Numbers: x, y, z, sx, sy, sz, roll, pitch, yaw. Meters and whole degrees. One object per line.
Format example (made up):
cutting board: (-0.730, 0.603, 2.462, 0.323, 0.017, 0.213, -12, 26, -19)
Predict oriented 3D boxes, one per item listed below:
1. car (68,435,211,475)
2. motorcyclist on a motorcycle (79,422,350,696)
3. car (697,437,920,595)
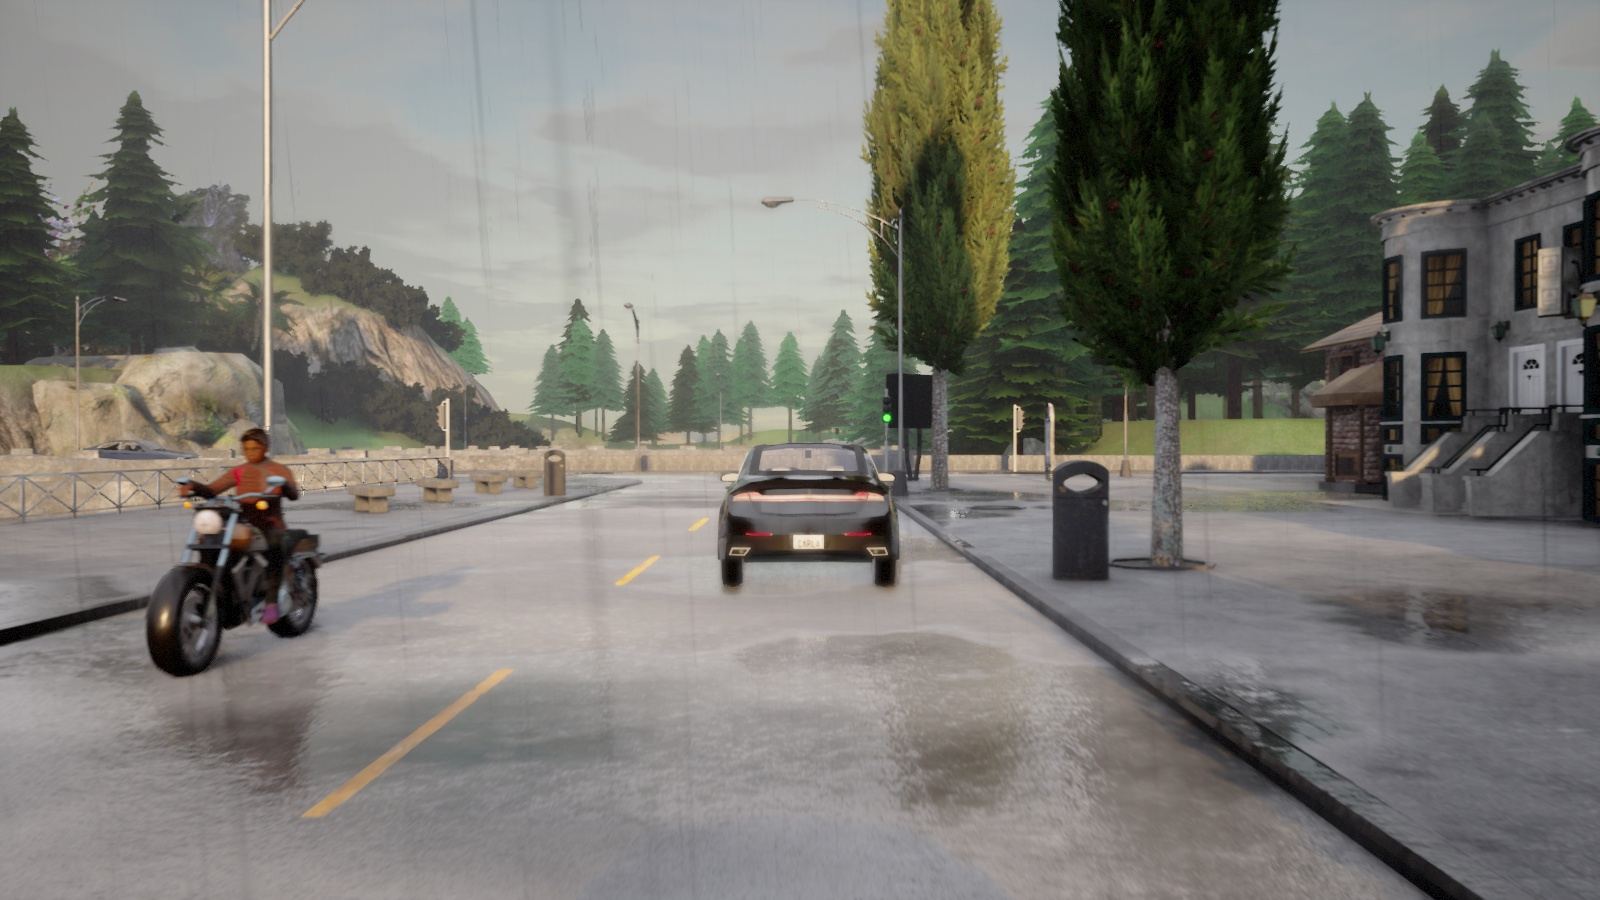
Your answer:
car: (-28.278, 0.199, 53.892, 5.027, 1.651, 2.152, 0, 0, 0)
motorcyclist on a motorcycle: (-3.937, 0.645, 8.710, 0.766, 1.649, 2.350, 0, 0, 0)
car: (0.095, 0.621, 14.488, 2.128, 1.511, 4.902, 0, 0, 0)
